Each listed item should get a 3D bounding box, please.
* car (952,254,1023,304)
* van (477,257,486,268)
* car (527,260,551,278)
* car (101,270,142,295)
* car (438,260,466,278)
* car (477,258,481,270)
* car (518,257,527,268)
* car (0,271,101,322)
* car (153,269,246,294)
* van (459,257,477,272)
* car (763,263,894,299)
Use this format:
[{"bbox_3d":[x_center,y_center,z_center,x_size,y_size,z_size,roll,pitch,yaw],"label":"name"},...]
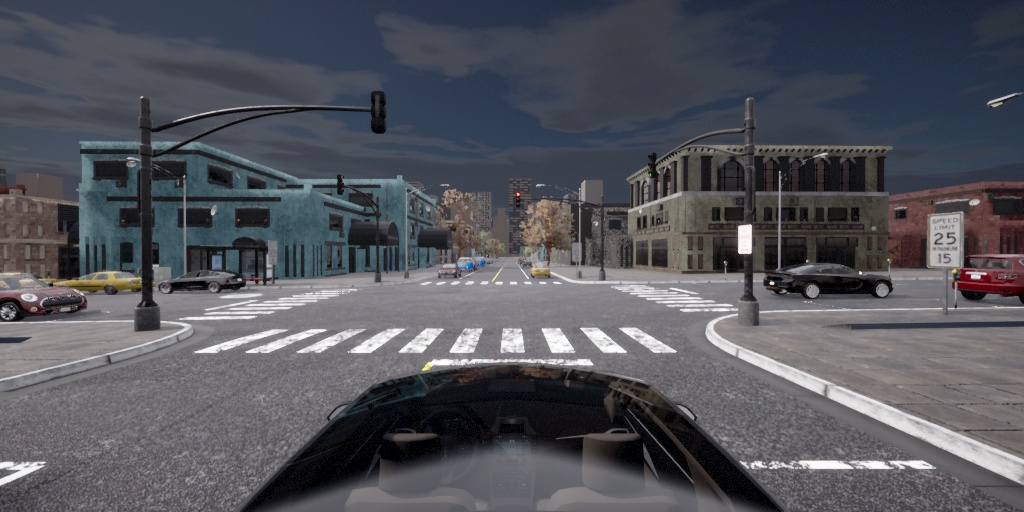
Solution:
[{"bbox_3d":[19.926,0.842,13.616,5.009,1.841,2.192,0,0,-1],"label":"car"},{"bbox_3d":[-5.799,1.078,61.185,1.690,1.789,3.998,0,0,0],"label":"van"},{"bbox_3d":[2.634,1.269,33.639,1.751,1.417,4.829,0,0,0],"label":"car"},{"bbox_3d":[-24.048,1.501,21.128,4.829,1.417,1.751,0,0,-1],"label":"car"},{"bbox_3d":[-5.746,1.326,33.454,1.802,1.307,4.207,0,0,0],"label":"car"},{"bbox_3d":[-5.778,1.285,50.093,1.888,1.381,4.507,0,0,0],"label":"car"},{"bbox_3d":[2.582,1.288,61.201,2.007,1.370,4.403,0,0,0],"label":"car"},{"bbox_3d":[-18.090,1.423,12.897,4.097,1.591,1.967,0,0,-1],"label":"car"},{"bbox_3d":[-18.225,1.474,21.244,4.313,1.339,1.948,0,0,-1],"label":"car"},{"bbox_3d":[-5.767,1.082,44.546,1.690,1.789,3.998,0,0,0],"label":"van"},{"bbox_3d":[14.179,1.050,16.187,5.008,1.535,1.882,-1,1,-1],"label":"car"}]
